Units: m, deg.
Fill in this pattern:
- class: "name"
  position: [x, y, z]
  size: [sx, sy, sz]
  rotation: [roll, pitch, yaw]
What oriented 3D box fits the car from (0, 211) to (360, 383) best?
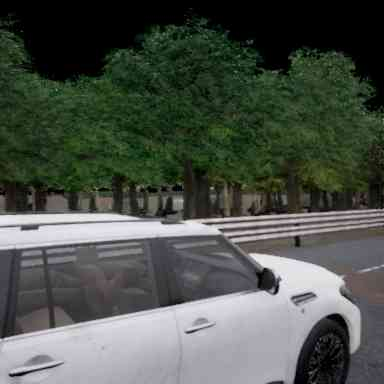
- class: "car"
  position: [-0.624, 1.223, 3.301]
  size: [5.566, 2.045, 2.150]
  rotation: [0, 0, -36]
